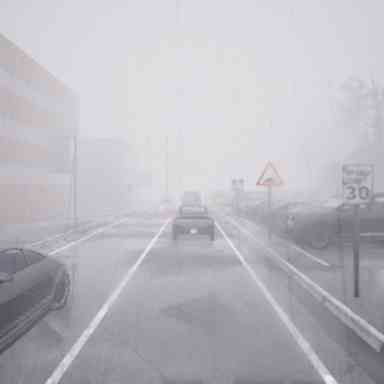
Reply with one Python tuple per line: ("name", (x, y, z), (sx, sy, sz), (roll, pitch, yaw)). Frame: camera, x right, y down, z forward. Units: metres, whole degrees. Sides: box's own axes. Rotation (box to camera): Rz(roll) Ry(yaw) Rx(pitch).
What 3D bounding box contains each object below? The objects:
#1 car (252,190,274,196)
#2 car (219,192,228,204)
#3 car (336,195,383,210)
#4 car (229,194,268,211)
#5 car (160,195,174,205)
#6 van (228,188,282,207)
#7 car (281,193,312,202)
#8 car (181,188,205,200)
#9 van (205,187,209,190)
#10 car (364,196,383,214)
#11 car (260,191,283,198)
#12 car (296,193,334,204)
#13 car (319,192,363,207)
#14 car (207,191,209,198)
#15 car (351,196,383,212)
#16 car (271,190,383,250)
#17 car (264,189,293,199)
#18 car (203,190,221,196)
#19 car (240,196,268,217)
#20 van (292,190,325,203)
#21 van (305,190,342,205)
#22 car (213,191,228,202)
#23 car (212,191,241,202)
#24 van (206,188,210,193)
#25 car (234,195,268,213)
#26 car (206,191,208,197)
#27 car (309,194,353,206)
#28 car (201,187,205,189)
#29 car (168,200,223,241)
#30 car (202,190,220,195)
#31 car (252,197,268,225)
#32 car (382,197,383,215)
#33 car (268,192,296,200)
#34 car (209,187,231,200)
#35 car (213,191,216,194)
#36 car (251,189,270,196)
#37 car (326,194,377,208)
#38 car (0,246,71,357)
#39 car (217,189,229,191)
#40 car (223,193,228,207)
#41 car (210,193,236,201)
("car", (17.902, 0.323, 83.923), (5.008, 1.535, 2.097), (0, 2, -1))
("car", (6.141, 1.067, 38.370), (5.366, 1.575, 1.946), (0, 1, -1))
("car", (18.564, 1.091, 35.913), (5.008, 1.535, 2.097), (0, 1, -1))
("car", (6.044, 1.178, 29.891), (4.792, 1.488, 2.163), (0, 1, -1))
("car", (-3.606, 1.069, 48.107), (2.033, 1.411, 5.357), (0, 1, 0))
("van", (6.151, 0.896, 32.716), (4.442, 1.987, 1.878), (0, 1, -1))
("car", (18.284, 0.915, 58.373), (4.792, 1.488, 2.163), (0, 0, -1))
("car", (-0.068, 0.879, 36.994), (2.150, 2.045, 5.566), (0, 1, 0))
("van", (5.604, 0.408, 72.286), (4.442, 1.987, 1.878), (0, 2, -1))
("car", (18.634, 1.144, 30.141), (5.008, 1.535, 2.097), (0, 0, -1))
("car", (17.992, 0.580, 75.457), (4.792, 1.488, 2.163), (0, 2, -1))
("car", (18.373, 0.964, 49.904), (4.892, 1.521, 2.231), (0, 1, -1))
("car", (18.512, 0.914, 41.558), (4.553, 1.767, 2.185), (0, 1, -1))
("car", (5.677, 0.889, 58.144), (5.008, 1.535, 2.097), (0, 1, -1))
("car", (18.629, 1.148, 32.966), (4.792, 1.488, 2.163), (0, 0, -1))
("car", (6.279, 1.042, 12.936), (5.566, 2.045, 2.435), (0, 0, -1))
("car", (18.070, 0.450, 69.805), (5.566, 2.045, 2.435), (0, 2, -1))
("car", (5.255, 0.220, 89.238), (4.674, 1.452, 2.002), (0, 2, -1))
("car", (6.148, 1.240, 24.241), (4.674, 1.452, 2.002), (0, 0, -1))
("van", (18.446, 0.711, 52.728), (4.442, 1.987, 1.878), (0, 0, -1))
("van", (18.521, 0.763, 47.078), (4.442, 1.987, 1.878), (0, 1, -1))
("car", (5.731, 1.042, 41.190), (5.366, 1.575, 1.946), (0, 1, -1))
("car", (5.753, 0.790, 55.318), (4.553, 1.767, 2.185), (0, 1, -1))
("van", (5.680, 0.552, 66.758), (4.442, 1.987, 1.878), (0, 1, -1))
("car", (6.115, 1.214, 27.066), (4.674, 1.452, 2.002), (0, 1, -1))
("car", (5.607, 0.873, 63.804), (4.674, 1.452, 2.002), (0, 1, -1))
("car", (18.447, 1.013, 44.382), (5.008, 1.535, 2.097), (0, 1, -1))
("car", (5.420, 0.307, 75.108), (5.566, 2.045, 2.435), (0, 2, -1))
("car", (0.060, 1.349, 15.851), (2.128, 1.511, 4.902), (0, 1, 0))
("car", (5.243, 0.134, 92.064), (4.792, 1.488, 2.163), (0, 2, -1))
("car", (6.224, 1.249, 18.590), (5.008, 1.535, 2.097), (0, 0, -1))
("car", (18.673, 1.170, 27.318), (5.008, 1.535, 2.097), (0, 1, -1))
("car", (18.131, 0.774, 66.978), (5.008, 1.535, 2.097), (0, 2, -1))
("car", (5.828, 0.716, 49.667), (5.566, 2.045, 2.435), (0, 1, -1))
("car", (6.024, 0.990, 46.846), (5.366, 1.575, 1.946), (0, 1, -1))
("car", (17.838, 0.125, 86.618), (4.553, 1.767, 2.185), (0, 2, -1))
("car", (18.515, 1.065, 38.736), (5.008, 1.535, 2.097), (0, 1, -1))
("car", (-3.358, 1.525, 4.824), (1.994, 1.385, 4.181), (0, 0, 0))
("car", (5.909, 0.893, 44.017), (4.553, 1.767, 2.185), (0, 1, -1))
("car", (5.992, 1.136, 35.542), (4.674, 1.452, 2.002), (0, 1, -1))
("car", (5.641, 0.904, 60.970), (4.674, 1.452, 2.002), (0, 1, -1))
